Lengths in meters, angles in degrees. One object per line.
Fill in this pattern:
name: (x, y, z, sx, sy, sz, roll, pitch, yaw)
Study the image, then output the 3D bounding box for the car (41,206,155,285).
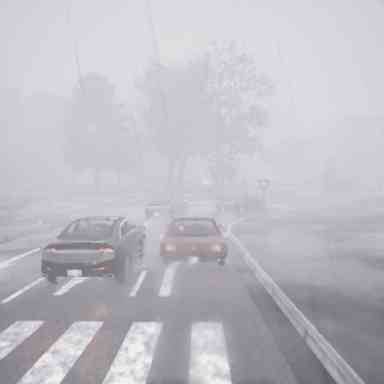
car: (-2.448, 1.410, 9.316, 2.128, 1.511, 4.902, 0, 1, 0)

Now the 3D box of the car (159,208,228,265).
car: (0.067, 1.472, 11.177, 1.895, 1.301, 4.718, 0, 2, 1)

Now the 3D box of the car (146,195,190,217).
car: (-1.443, 0.920, 21.285, 2.128, 1.511, 4.902, 1, 4, 14)

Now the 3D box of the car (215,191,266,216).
car: (3.617, 0.706, 24.114, 2.128, 1.511, 4.902, 4, 7, 39)
